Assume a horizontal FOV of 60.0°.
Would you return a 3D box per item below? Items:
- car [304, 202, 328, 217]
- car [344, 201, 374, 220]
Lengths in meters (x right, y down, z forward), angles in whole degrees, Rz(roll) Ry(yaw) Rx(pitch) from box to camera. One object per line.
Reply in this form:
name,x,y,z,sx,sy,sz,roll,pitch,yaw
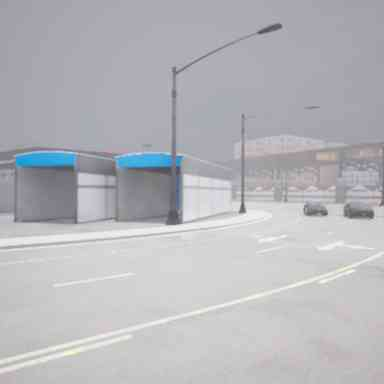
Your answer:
car,12.579,1.697,34.014,2.033,1.411,5.357,0,0,13
car,15.128,1.626,30.299,1.882,1.535,5.008,0,-1,16
